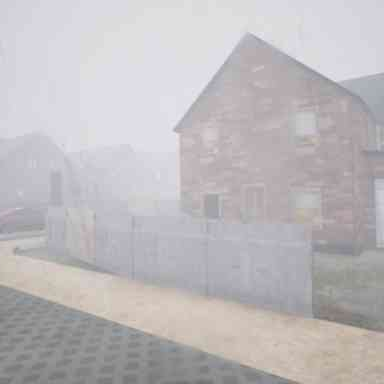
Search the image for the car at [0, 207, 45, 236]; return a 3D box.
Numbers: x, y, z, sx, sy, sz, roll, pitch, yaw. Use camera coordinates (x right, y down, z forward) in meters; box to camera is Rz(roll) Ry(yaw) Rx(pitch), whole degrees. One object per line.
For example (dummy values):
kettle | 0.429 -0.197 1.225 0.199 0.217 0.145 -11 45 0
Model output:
car | -8.875 1.513 17.985 1.994 1.385 4.181 -2 -1 36
